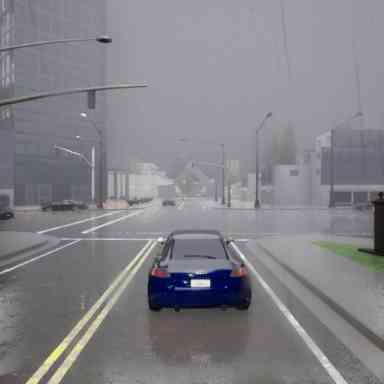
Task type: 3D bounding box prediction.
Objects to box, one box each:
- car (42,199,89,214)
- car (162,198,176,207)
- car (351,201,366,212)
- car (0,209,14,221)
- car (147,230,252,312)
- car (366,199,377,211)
[{"bbox_3d":[-13.949,1.573,36.749,4.902,1.511,2.128,-1,0,1],"label":"car"},{"bbox_3d":[-3.578,1.599,51.303,1.895,1.301,4.718,0,0,0],"label":"car"},{"bbox_3d":[20.361,1.478,37.209,4.674,1.442,1.812,-1,0,0],"label":"car"},{"bbox_3d":[-16.391,1.669,26.225,4.181,1.385,1.994,0,0,0],"label":"car"},{"bbox_3d":[0.089,1.564,7.814,1.994,1.385,4.181,0,0,-2],"label":"car"},{"bbox_3d":[20.753,1.549,33.715,4.718,1.301,1.895,0,0,0],"label":"car"}]
